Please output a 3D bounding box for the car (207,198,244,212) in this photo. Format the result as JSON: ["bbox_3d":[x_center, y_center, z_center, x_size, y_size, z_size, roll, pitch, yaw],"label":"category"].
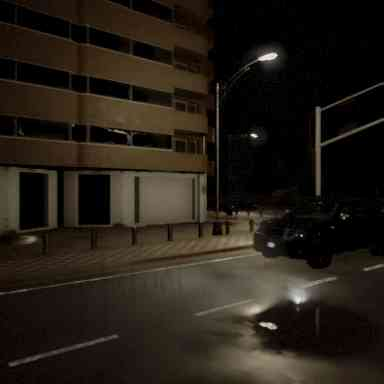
[{"bbox_3d":[3.759,1.549,39.308,1.837,1.490,4.892,0,0,-36],"label":"car"}]

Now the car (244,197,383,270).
[{"bbox_3d":[4.678,1.217,11.403,5.566,2.045,2.150,0,0,-33],"label":"car"}]

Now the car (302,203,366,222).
[{"bbox_3d":[11.778,1.646,27.988,1.895,1.301,4.718,0,0,-32],"label":"car"}]

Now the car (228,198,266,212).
[{"bbox_3d":[6.707,1.569,41.233,1.812,1.442,4.674,0,0,-36],"label":"car"}]
